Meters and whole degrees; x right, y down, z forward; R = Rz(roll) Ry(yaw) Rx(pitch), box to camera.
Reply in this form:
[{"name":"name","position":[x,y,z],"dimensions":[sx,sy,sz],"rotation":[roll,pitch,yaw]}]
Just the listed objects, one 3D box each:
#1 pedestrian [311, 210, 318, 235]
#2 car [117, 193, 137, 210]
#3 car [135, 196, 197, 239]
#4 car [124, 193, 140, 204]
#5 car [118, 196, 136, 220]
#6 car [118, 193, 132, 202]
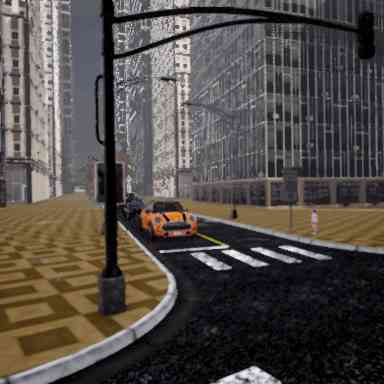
[{"name":"pedestrian","position":[5.453,1.312,14.772],"dimensions":[0.500,1.100,0.500],"rotation":[0,0,-18]},{"name":"car","position":[-7.660,1.208,36.507],"dimensions":[2.033,1.411,5.357],"rotation":[-1,1,-17]},{"name":"car","position":[-1.315,1.211,16.680],"dimensions":[2.097,1.767,4.553],"rotation":[-1,1,-18]},{"name":"car","position":[-9.185,0.998,50.878],"dimensions":[1.812,1.442,4.674],"rotation":[-1,1,-18]},{"name":"car","position":[-4.417,1.310,26.383],"dimensions":[2.033,1.411,5.357],"rotation":[-1,1,-17]},{"name":"car","position":[-12.203,0.925,60.299],"dimensions":[2.033,1.411,5.357],"rotation":[-1,1,-18]}]
